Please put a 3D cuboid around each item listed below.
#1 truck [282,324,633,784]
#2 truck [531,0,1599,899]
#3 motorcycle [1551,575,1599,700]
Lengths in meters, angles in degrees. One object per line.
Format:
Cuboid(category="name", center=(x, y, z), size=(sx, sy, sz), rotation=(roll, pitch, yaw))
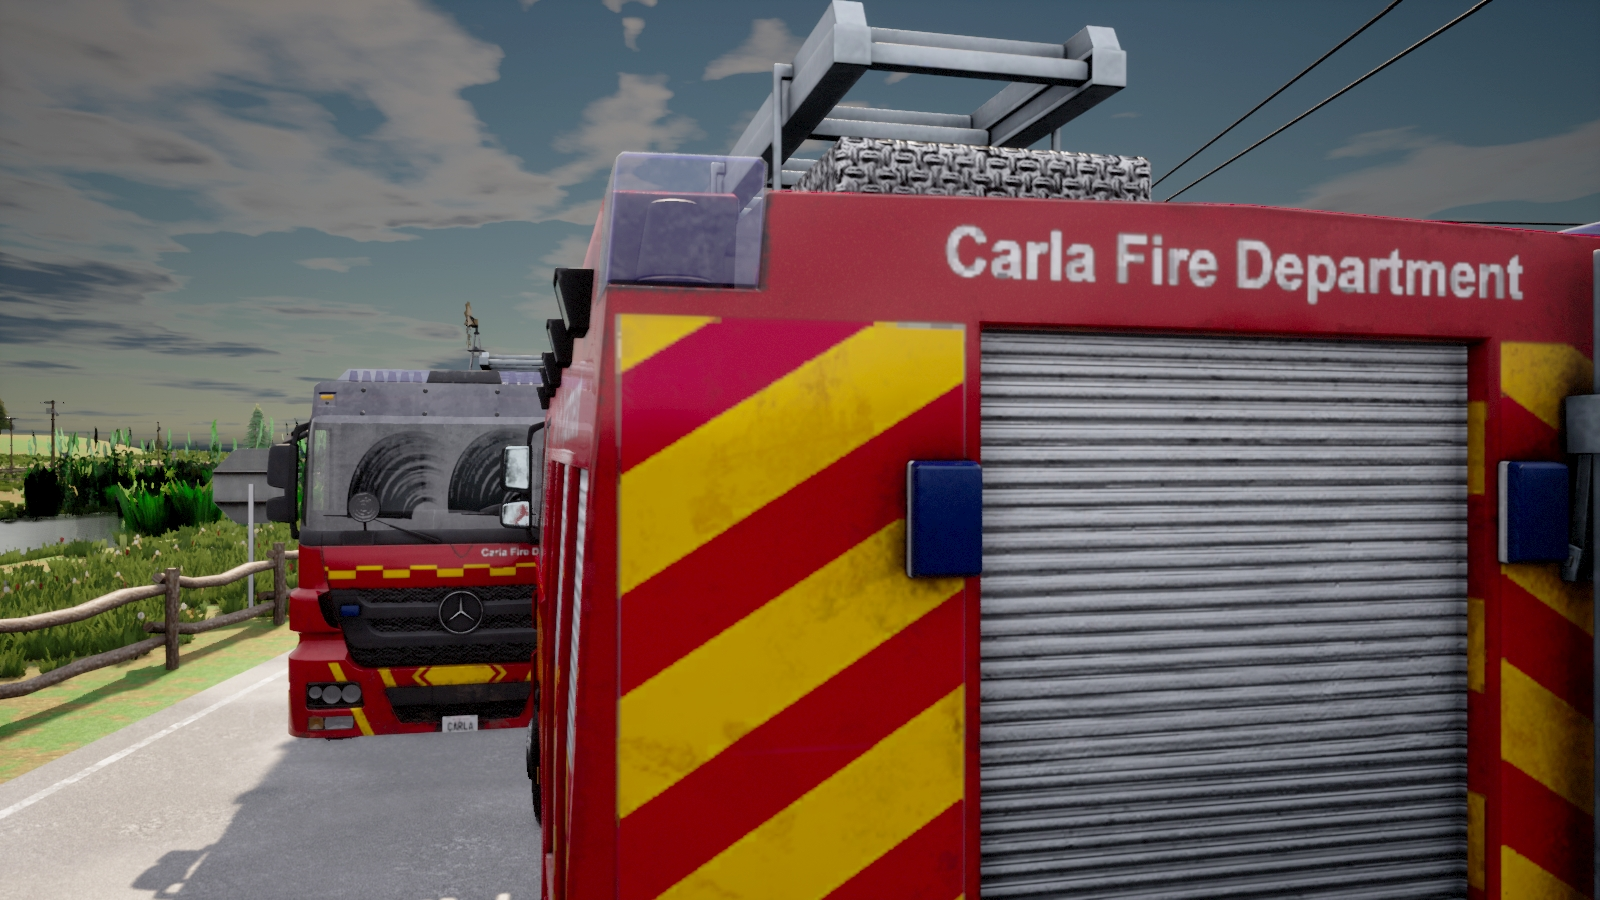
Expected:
Cuboid(category="truck", center=(-3.887, 0.862, 13.960), size=(2.891, 3.827, 8.468), rotation=(0, 0, -13))
Cuboid(category="truck", center=(-0.114, 0.866, 6.870), size=(2.891, 3.827, 8.468), rotation=(0, 0, -13))
Cuboid(category="motorcycle", center=(9.811, 2.142, 13.173), size=(1.805, 1.316, 0.856), rotation=(0, 0, -7))
